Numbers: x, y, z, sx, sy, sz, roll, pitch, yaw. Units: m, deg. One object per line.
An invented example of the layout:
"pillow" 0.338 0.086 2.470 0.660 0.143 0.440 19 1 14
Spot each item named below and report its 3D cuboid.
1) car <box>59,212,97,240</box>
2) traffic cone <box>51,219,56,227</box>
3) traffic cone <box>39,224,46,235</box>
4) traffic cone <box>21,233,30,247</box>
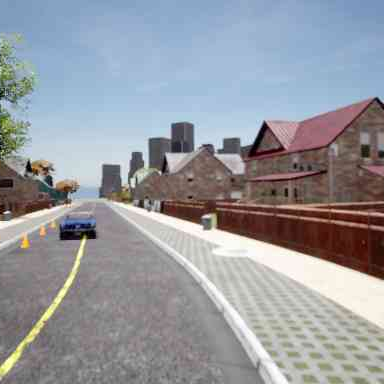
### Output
"car" -6.300 1.813 18.709 1.895 1.301 4.718 -1 -1 -16
"traffic cone" -10.220 2.280 24.539 0.340 0.580 0.340 -1 -1 -16
"traffic cone" -8.846 2.215 19.730 0.340 0.580 0.340 -1 -1 -16
"traffic cone" -7.473 2.150 14.921 0.340 0.580 0.340 -1 -1 -16
